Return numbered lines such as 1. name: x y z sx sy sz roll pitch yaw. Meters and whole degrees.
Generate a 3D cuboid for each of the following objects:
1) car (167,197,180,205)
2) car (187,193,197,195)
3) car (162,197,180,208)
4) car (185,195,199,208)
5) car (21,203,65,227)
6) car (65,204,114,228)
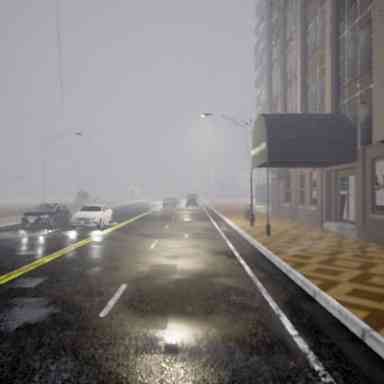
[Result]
1. car: -3.251 1.590 58.539 1.994 1.385 4.181 0 0 0
2. car: -0.001 1.246 58.569 2.150 2.045 5.566 0 0 0
3. car: -3.251 1.514 48.120 2.128 1.511 4.902 0 0 0
4. car: -0.001 1.548 48.537 1.812 1.442 4.674 0 0 0
5. car: -9.785 1.506 22.767 2.128 1.511 4.902 0 0 1
6. car: -6.542 1.538 22.275 1.812 1.442 4.674 0 0 1
